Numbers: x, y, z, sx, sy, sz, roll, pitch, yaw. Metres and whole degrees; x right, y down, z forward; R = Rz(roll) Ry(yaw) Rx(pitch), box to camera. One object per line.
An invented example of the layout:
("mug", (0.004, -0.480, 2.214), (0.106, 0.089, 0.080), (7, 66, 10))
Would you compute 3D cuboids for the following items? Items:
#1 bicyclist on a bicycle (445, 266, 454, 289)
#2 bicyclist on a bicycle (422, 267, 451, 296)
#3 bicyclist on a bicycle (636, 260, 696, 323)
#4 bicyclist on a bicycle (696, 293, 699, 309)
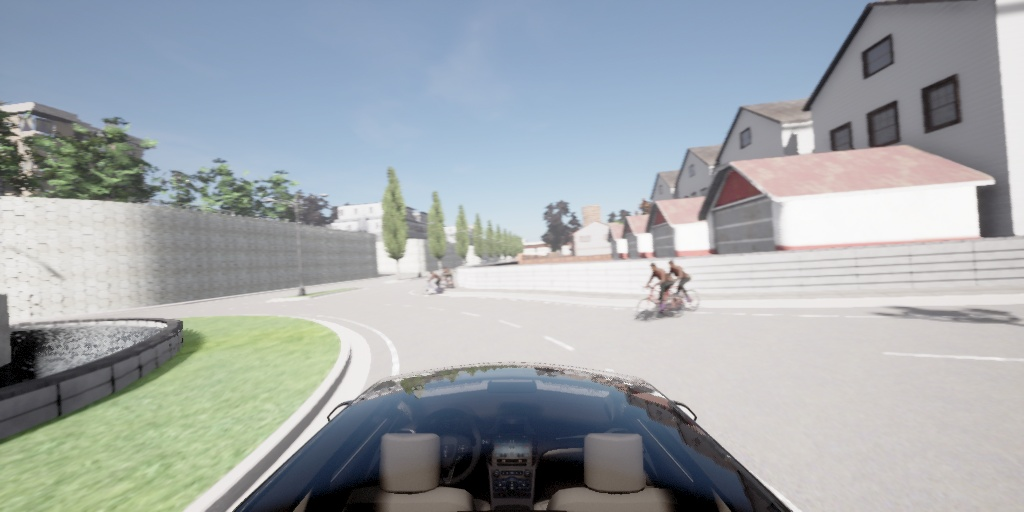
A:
("bicyclist on a bicycle", (-4.660, 1.570, 25.834), (0.582, 1.620, 1.656), (-4, -1, -42))
("bicyclist on a bicycle", (-5.044, 1.729, 23.293), (1.656, 1.620, 0.582), (-4, 0, -26))
("bicyclist on a bicycle", (4.058, 0.978, 9.846), (1.656, 1.620, 0.582), (-4, 0, -19))
("bicyclist on a bicycle", (4.910, 0.924, 10.661), (1.656, 1.620, 0.582), (-4, 0, -20))
